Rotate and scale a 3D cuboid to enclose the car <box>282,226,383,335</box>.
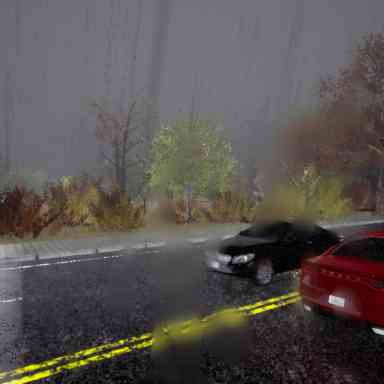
[{"bbox_3d":[4.180,1.480,6.415,5.008,1.535,1.882,0,0,-35],"label":"car"}]

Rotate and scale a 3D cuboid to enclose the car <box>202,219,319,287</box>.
[{"bbox_3d":[2.453,1.528,9.507,4.674,1.442,1.812,0,0,-36],"label":"car"}]
